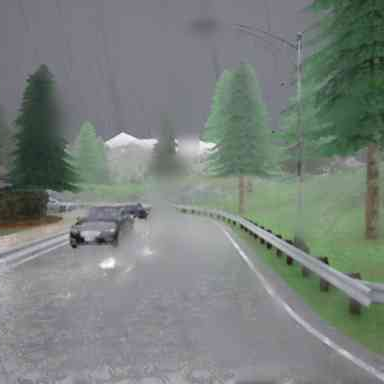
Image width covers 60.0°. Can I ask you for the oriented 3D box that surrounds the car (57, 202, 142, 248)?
[{"bbox_3d":[-3.641,1.362,14.129,2.128,1.511,4.902,0,0,-1],"label":"car"}]

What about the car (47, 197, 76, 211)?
[{"bbox_3d":[-13.567,1.251,32.150,4.674,1.442,1.812,0,0,5],"label":"car"}]

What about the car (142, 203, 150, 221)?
[{"bbox_3d":[-4.319,1.386,24.283,1.895,1.301,4.718,0,0,-17],"label":"car"}]
